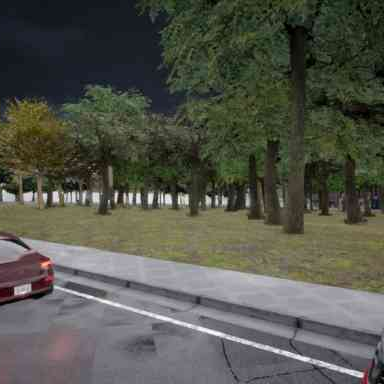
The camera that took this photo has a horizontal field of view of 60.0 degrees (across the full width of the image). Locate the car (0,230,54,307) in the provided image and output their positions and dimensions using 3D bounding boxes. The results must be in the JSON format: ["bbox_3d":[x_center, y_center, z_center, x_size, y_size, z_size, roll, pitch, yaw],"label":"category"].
[{"bbox_3d":[-4.807,1.524,7.101,4.674,1.442,1.812,0,0,35],"label":"car"}]

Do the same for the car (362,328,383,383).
[{"bbox_3d":[3.644,1.222,1.085,5.566,2.045,2.150,0,0,35],"label":"car"}]
